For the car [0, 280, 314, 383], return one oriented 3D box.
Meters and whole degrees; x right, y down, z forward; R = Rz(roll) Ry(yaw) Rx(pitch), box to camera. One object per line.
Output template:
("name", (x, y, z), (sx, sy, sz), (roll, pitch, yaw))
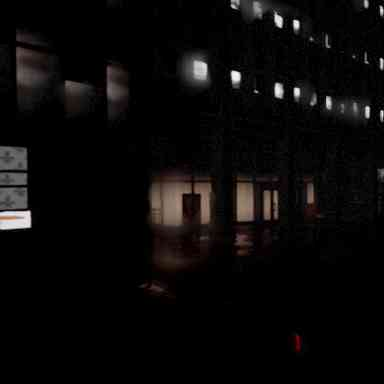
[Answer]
("car", (-0.909, 1.564, 2.729), (4.181, 1.385, 1.994), (0, 0, -35))
